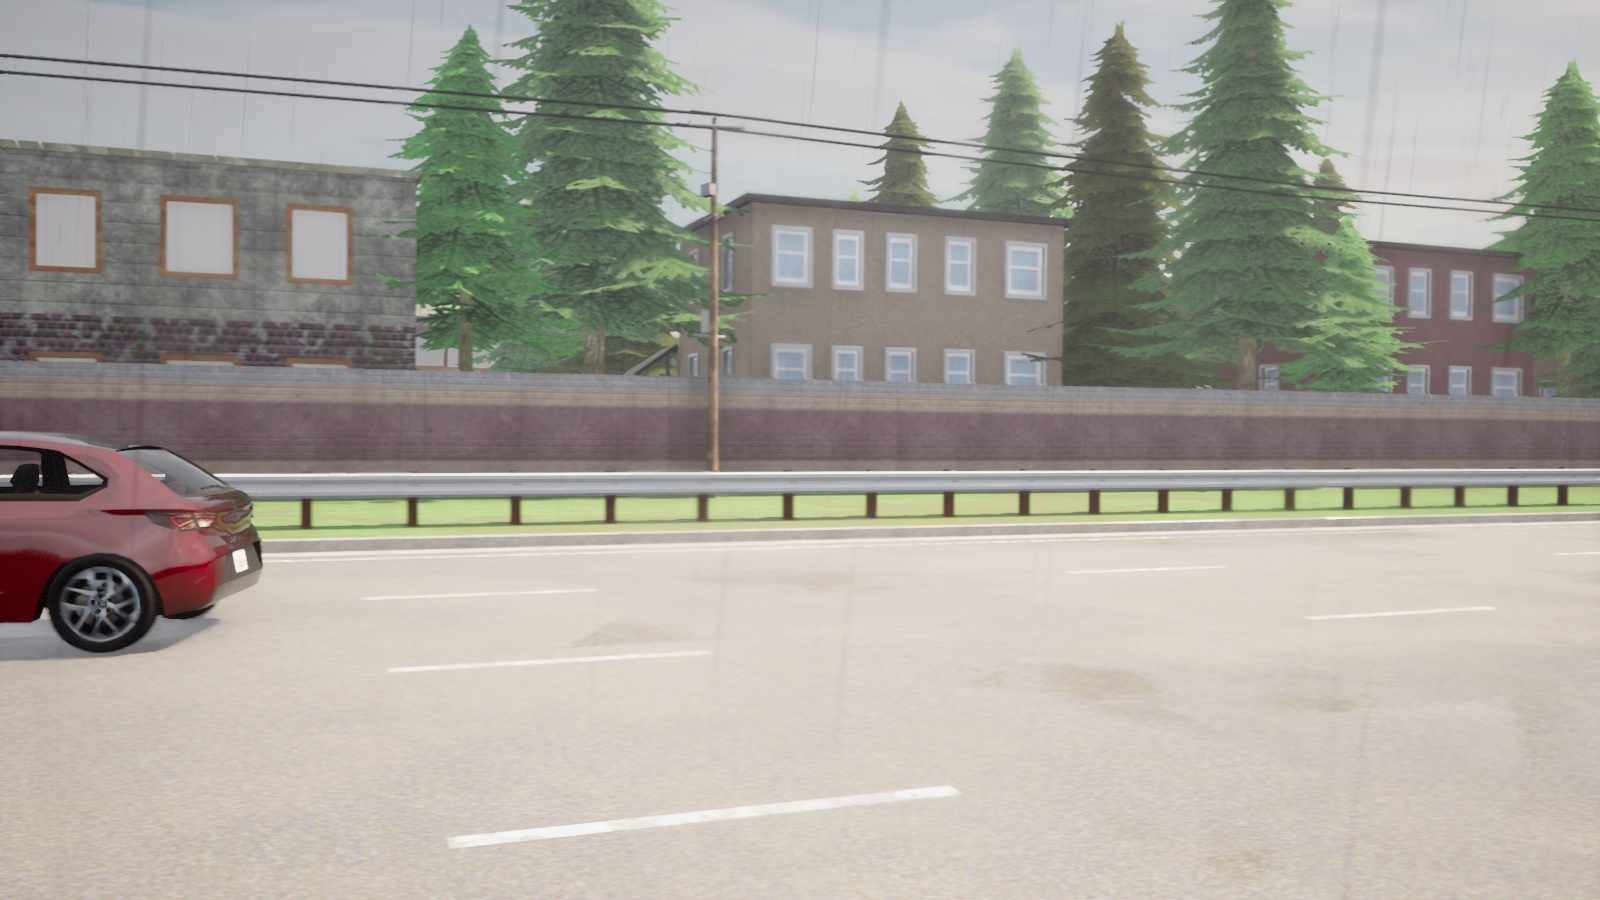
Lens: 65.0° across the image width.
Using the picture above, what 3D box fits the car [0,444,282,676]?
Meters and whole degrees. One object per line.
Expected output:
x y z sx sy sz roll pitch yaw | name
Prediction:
-6.160 0.735 8.982 4.193 1.474 1.816 -1 1 -8 | car
